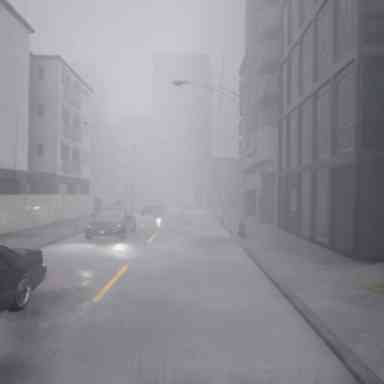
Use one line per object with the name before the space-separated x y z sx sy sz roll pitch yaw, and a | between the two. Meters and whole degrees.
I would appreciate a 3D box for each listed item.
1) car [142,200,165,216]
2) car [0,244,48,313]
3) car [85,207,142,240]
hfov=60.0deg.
car | -3.799 1.531 33.029 1.882 1.535 5.008 1 0 0
car | -4.075 1.510 4.977 2.033 1.411 5.357 1 0 0
car | -3.989 1.526 17.062 1.812 1.442 4.674 1 0 0
